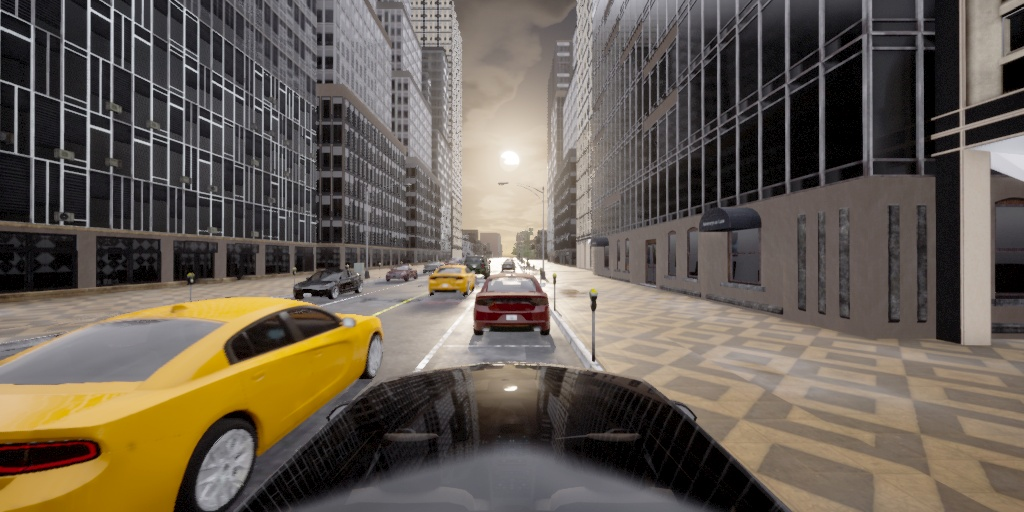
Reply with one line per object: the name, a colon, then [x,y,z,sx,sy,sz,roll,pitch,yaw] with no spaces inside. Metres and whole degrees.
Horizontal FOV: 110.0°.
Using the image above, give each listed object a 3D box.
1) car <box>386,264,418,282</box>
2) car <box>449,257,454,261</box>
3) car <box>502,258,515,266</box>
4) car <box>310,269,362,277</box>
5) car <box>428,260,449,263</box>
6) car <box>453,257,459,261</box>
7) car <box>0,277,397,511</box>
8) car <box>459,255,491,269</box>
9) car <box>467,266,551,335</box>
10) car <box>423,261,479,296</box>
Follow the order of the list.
car: [-8.835,1.325,29.033,1.802,1.307,4.207,0,0,0]
car: [-8.836,1.273,51.803,1.888,1.381,4.507,0,0,0]
car: [-0.455,1.298,46.099,1.948,1.339,4.313,0,0,0]
car: [-8.836,1.313,17.650,1.948,1.339,4.313,0,0,0]
car: [-8.836,1.286,40.419,2.007,1.370,4.403,0,0,0]
car: [-6.176,1.208,47.929,1.882,1.535,5.008,0,0,0]
car: [-3.146,1.227,4.212,1.882,1.535,5.008,0,0,0]
car: [-3.135,0.965,32.683,2.150,2.045,5.566,0,0,0]
car: [-0.006,1.227,10.499,1.882,1.535,5.008,0,0,0]
car: [-3.114,1.224,19.360,1.882,1.535,5.008,0,0,1]
